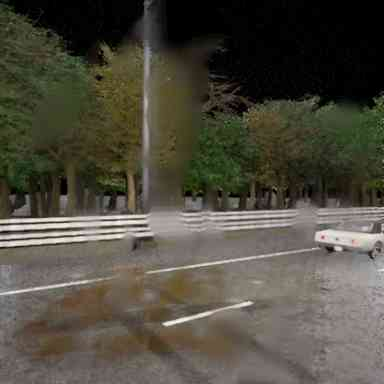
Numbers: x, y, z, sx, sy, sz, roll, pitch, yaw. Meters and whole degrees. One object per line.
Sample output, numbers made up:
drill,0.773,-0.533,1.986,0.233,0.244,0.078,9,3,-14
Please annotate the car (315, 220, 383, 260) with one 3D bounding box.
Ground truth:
car,7.019,1.723,12.933,4.718,1.301,1.895,1,0,-33
